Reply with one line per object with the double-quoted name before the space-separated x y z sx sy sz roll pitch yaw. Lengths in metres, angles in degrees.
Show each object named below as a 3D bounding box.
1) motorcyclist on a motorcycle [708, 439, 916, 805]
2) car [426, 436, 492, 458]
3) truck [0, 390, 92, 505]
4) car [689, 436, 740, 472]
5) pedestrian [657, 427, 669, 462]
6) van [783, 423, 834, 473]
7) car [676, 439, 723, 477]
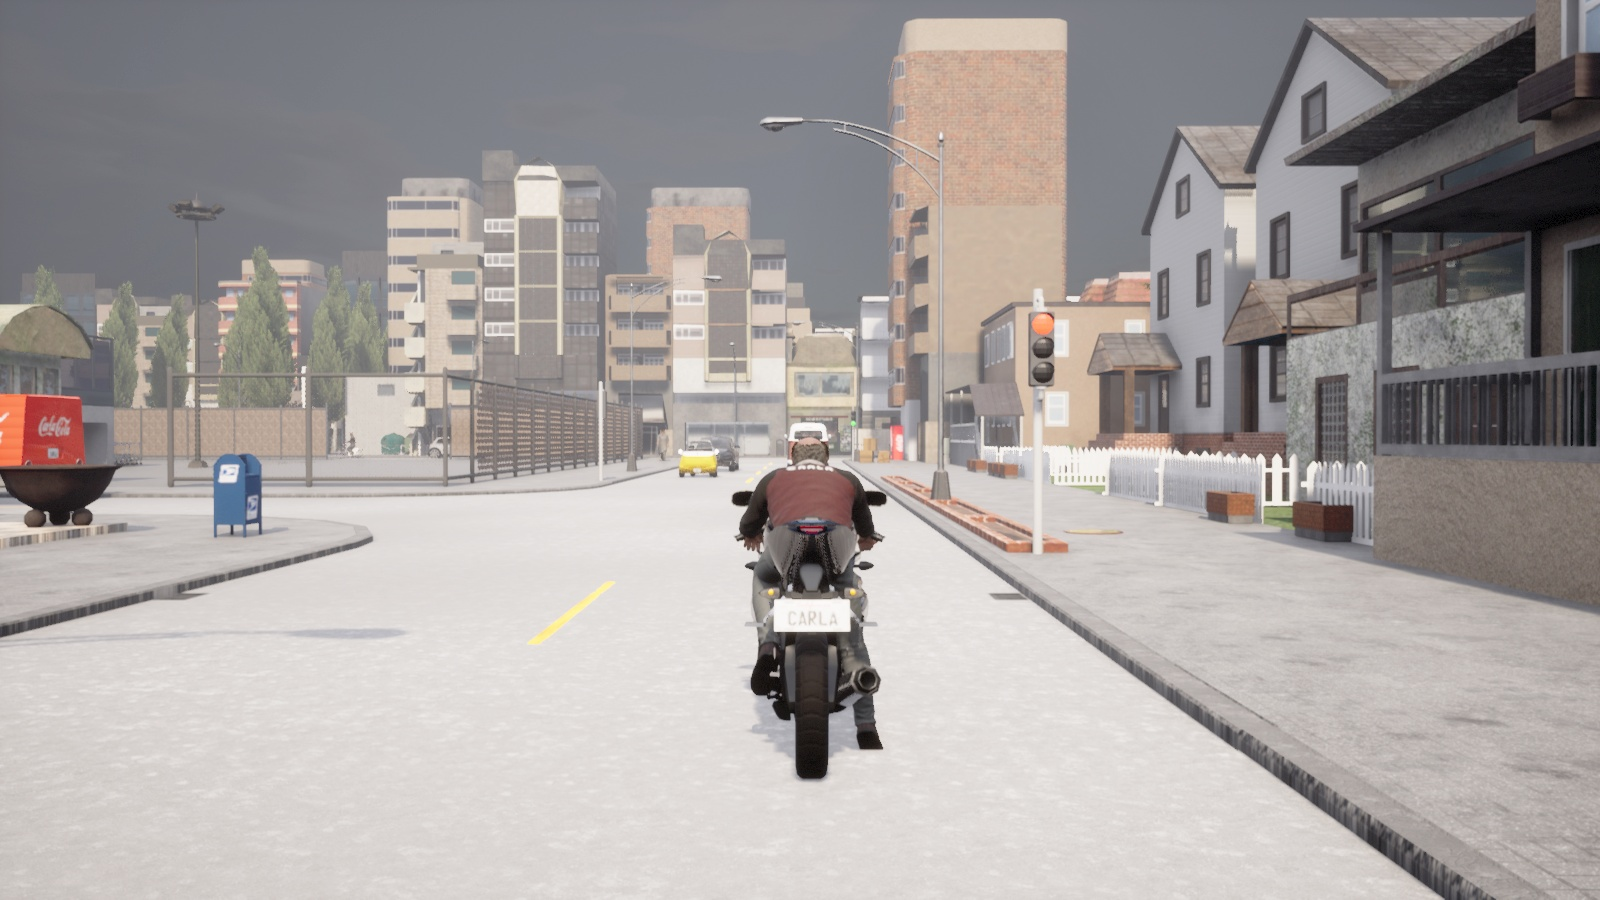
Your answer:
"motorcyclist on a motorcycle" 0.050 0.711 6.350 0.866 1.530 2.191 0 1 0
"car" -22.269 -0.205 82.151 3.806 1.475 1.970 0 1 1
"truck" -19.399 -0.068 28.502 5.204 2.467 2.627 0 1 2
"car" -3.660 0.152 54.507 1.837 1.490 4.892 0 1 1
"pedestrian" -7.683 -0.322 70.562 0.659 1.952 0.873 0 1 -8
"van" 0.341 -0.112 53.208 2.069 2.038 4.480 0 1 0
"car" -3.681 0.292 46.243 1.481 1.376 2.207 0 0 1
